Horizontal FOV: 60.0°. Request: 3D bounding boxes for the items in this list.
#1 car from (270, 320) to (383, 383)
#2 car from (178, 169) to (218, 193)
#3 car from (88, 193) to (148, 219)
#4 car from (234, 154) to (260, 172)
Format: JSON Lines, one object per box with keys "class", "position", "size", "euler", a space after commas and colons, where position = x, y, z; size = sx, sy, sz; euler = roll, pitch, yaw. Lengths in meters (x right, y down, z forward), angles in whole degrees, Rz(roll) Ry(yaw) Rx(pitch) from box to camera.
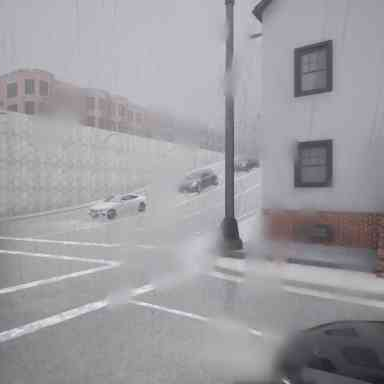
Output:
{"class": "car", "position": [2.789, 1.526, 1.981], "size": [4.674, 1.442, 1.812], "euler": [0, 0, 36]}
{"class": "car", "position": [0.566, -1.123, 31.326], "size": [2.097, 1.767, 4.553], "euler": [0, 13, 34]}
{"class": "car", "position": [-5.056, 0.866, 23.297], "size": [1.812, 1.442, 4.674], "euler": [0, 7, 35]}
{"class": "car", "position": [6.242, -3.498, 39.336], "size": [2.097, 1.767, 4.553], "euler": [0, 14, 35]}
